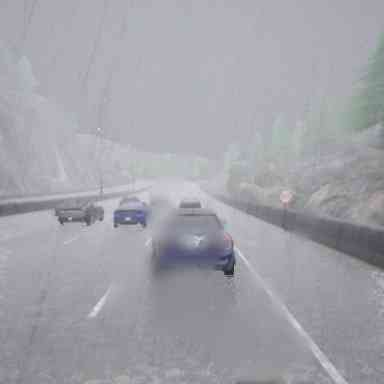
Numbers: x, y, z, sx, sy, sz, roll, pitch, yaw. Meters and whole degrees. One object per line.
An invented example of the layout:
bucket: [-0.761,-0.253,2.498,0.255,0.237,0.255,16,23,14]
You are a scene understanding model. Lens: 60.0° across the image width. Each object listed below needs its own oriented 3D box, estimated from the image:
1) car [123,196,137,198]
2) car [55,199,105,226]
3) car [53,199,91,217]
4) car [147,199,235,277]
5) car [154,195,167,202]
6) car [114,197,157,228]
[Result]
car: [-7.218,1.158,39.203,2.128,1.511,4.902,0,1,0]
car: [-7.072,1.337,21.710,2.128,1.511,4.902,0,0,0]
car: [-10.640,1.347,29.837,1.994,1.385,4.181,0,1,0]
car: [0.024,1.271,10.189,2.097,1.767,4.553,0,0,0]
car: [-3.712,1.172,38.457,1.837,1.490,4.892,0,1,0]
car: [-3.565,1.321,20.896,1.882,1.535,5.008,0,0,0]
